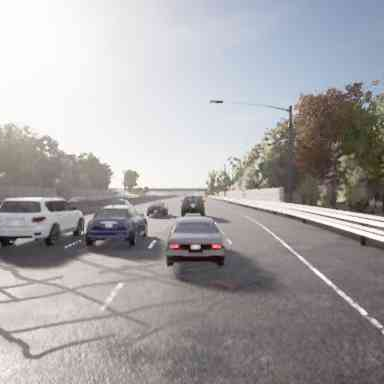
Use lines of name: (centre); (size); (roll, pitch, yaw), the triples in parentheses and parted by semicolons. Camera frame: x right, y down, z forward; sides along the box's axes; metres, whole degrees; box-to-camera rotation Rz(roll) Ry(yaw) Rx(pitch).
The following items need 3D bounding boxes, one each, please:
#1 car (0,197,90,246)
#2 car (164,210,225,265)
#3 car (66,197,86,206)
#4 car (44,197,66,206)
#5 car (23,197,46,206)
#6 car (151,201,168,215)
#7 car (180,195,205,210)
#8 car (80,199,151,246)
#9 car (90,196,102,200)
car: (-6.904, 1.274, 15.718); (2.150, 2.045, 5.566); (0, 0, 0)
car: (0.098, 1.587, 11.775); (2.033, 1.411, 5.357); (0, 0, 0)
car: (-21.039, 1.720, 60.350); (1.882, 1.535, 5.008); (0, 0, 1)
car: (-24.543, 1.743, 59.849); (1.837, 1.490, 4.892); (0, 0, 1)
car: (-28.029, 1.743, 59.406); (1.837, 1.490, 4.892); (0, 0, 0)
car: (-3.410, 1.648, 33.497); (1.812, 1.442, 4.674); (0, 0, 0)
car: (0.091, 1.336, 31.577); (2.150, 2.045, 5.566); (0, 0, 0)
car: (-3.405, 1.405, 15.772); (2.097, 1.767, 4.553); (0, 0, 0)
car: (-17.548, 1.598, 60.583); (2.097, 1.767, 4.553); (0, 0, 1)
